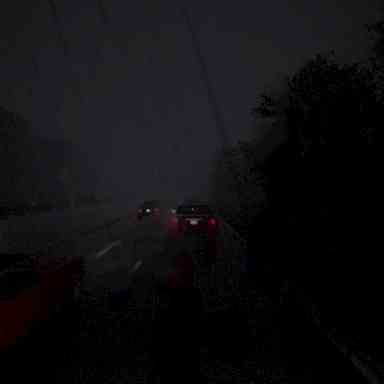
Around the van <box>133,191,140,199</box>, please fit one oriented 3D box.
[{"bbox_3d":[-15.640,0.760,87.736,1.878,1.987,4.442,0,0,0],"label":"van"}]

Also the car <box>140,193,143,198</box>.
[{"bbox_3d":[-15.661,0.986,93.349,2.163,1.488,4.792,0,0,0],"label":"car"}]

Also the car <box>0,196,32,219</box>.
[{"bbox_3d":[-15.429,1.177,26.984,2.185,1.767,4.553,0,0,0],"label":"car"}]

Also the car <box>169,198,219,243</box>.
[{"bbox_3d":[0.082,1.265,15.785,2.097,1.767,4.553,0,0,0],"label":"car"}]

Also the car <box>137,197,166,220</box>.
[{"bbox_3d":[-3.179,1.402,26.680,2.033,1.411,5.357,0,0,0],"label":"car"}]

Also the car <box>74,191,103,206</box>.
[{"bbox_3d":[-15.506,0.936,49.149,2.435,2.045,5.566,0,0,0],"label":"car"}]

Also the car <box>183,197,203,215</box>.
[{"bbox_3d":[0.066,1.325,32.922,1.837,1.490,4.892,0,0,0],"label":"car"}]

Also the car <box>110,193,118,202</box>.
[{"bbox_3d":[-15.545,1.131,60.109,2.231,1.521,4.892,0,0,0],"label":"car"}]

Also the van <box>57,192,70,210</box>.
[{"bbox_3d":[-15.467,1.020,37.886,1.878,1.987,4.442,0,0,0],"label":"van"}]

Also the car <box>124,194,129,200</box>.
[{"bbox_3d":[-15.582,0.946,71.184,2.185,1.767,4.553,0,0,0],"label":"car"}]

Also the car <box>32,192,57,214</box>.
[{"bbox_3d":[-15.449,1.148,32.508,2.185,1.767,4.553,0,0,0],"label":"car"}]

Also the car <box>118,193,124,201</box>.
[{"bbox_3d":[-15.564,0.975,65.659,2.185,1.767,4.553,0,0,0],"label":"car"}]

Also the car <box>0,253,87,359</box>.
[{"bbox_3d":[-3.173,1.574,5.004,1.895,1.301,4.718,0,0,0],"label":"car"}]

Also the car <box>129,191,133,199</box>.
[{"bbox_3d":[-15.602,1.083,76.806,2.002,1.452,4.674,0,0,0],"label":"car"}]

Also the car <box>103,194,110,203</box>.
[{"bbox_3d":[-15.525,1.158,54.583,2.097,1.535,5.008,0,0,0],"label":"car"}]
